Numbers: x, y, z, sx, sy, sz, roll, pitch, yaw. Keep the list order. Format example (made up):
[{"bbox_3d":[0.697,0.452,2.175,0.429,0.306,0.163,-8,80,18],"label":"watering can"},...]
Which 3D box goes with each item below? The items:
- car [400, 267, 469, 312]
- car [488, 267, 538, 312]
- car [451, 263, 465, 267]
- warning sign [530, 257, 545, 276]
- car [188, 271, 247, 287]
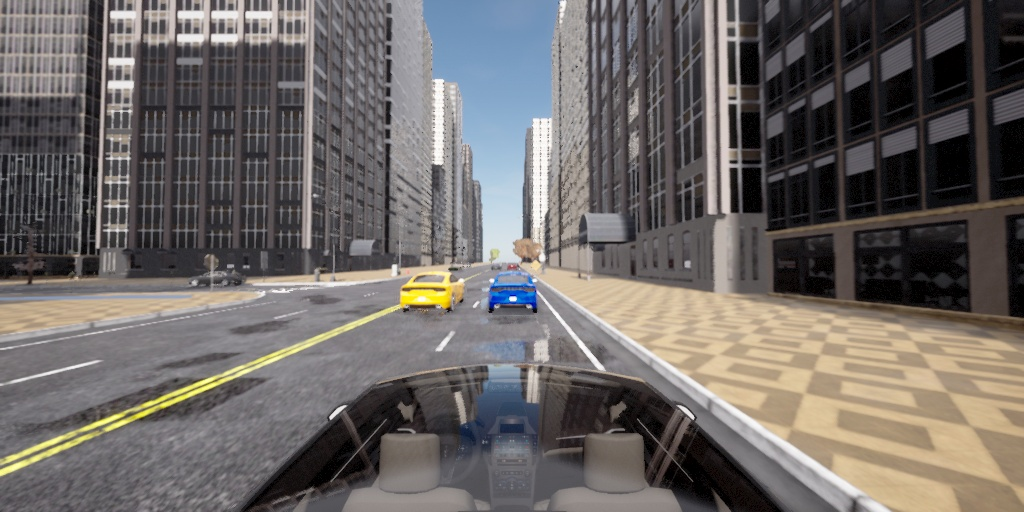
[{"bbox_3d":[-3.193,1.402,15.255,1.882,1.535,5.008,0,0,0],"label":"car"},{"bbox_3d":[0.058,1.402,15.250,1.882,1.535,5.008,0,0,0],"label":"car"},{"bbox_3d":[-9.759,2.126,61.684,1.895,1.301,4.718,0,-1,1],"label":"car"},{"bbox_3d":[2.866,1.392,42.544,1.300,1.860,1.060,0,0,0],"label":"warning sign"},{"bbox_3d":[-25.653,1.961,31.281,4.403,1.370,2.007,0,0,-1],"label":"car"}]
